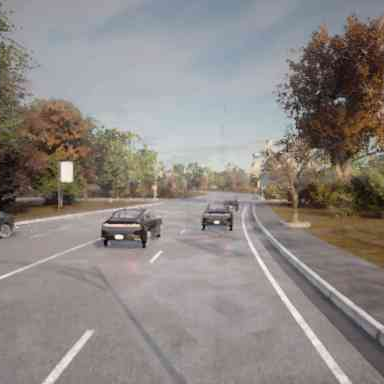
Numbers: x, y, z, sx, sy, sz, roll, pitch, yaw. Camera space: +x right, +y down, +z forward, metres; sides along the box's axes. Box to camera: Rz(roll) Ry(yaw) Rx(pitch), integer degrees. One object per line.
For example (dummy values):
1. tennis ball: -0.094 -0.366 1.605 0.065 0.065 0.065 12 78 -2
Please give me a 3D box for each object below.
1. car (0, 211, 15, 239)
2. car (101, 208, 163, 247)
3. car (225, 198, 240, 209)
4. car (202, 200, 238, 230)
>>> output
1. car: -9.785 1.449 14.345 2.128 1.511 4.902 0 0 6
2. car: -2.515 1.473 14.881 2.128 1.511 4.902 0 0 5
3. car: 4.820 1.449 40.922 1.837 1.490 4.892 0 0 10
4. car: 1.689 1.484 21.056 2.128 1.511 4.902 0 0 7
